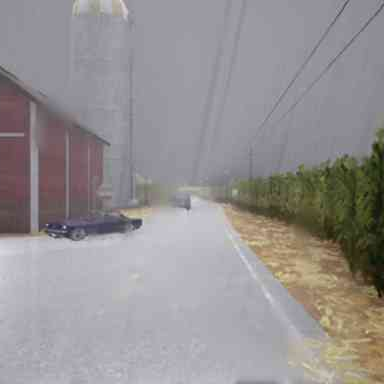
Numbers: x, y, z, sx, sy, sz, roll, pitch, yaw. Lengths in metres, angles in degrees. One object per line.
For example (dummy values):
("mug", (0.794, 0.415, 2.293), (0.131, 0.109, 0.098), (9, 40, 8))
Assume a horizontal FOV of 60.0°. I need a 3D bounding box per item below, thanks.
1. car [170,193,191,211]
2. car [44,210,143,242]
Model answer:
("car", (-1.341, 1.206, 41.803), (2.150, 2.045, 5.566), (0, 1, 5))
("car", (-4.741, 1.596, 16.514), (1.895, 1.301, 4.718), (0, 0, 38))
